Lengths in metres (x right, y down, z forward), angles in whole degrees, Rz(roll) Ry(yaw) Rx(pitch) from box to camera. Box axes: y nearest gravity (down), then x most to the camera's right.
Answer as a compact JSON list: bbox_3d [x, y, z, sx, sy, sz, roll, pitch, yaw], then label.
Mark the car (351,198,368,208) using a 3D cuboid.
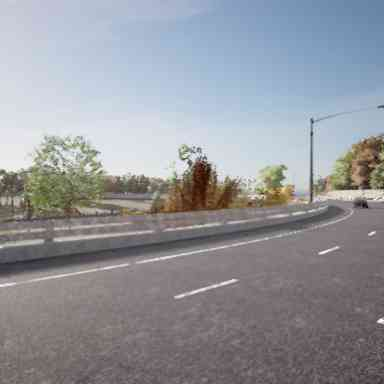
[{"bbox_3d":[25.881,1.683,51.429,1.837,1.490,4.892,0,0,19],"label":"car"}]
